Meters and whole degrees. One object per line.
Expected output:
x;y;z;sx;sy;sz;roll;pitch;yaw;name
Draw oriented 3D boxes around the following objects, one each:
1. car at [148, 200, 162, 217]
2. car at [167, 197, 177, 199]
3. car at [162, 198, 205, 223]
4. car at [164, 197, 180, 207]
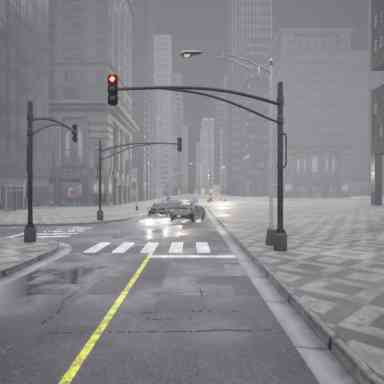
-3.084;1.601;31.957;1.895;1.301;4.718;0;0;0;car
-3.080;1.603;41.301;1.895;1.301;4.718;0;0;0;car
-0.295;1.491;25.760;2.128;1.511;4.902;1;0;15;car
-3.056;1.499;51.380;2.128;1.511;4.902;0;0;0;car
